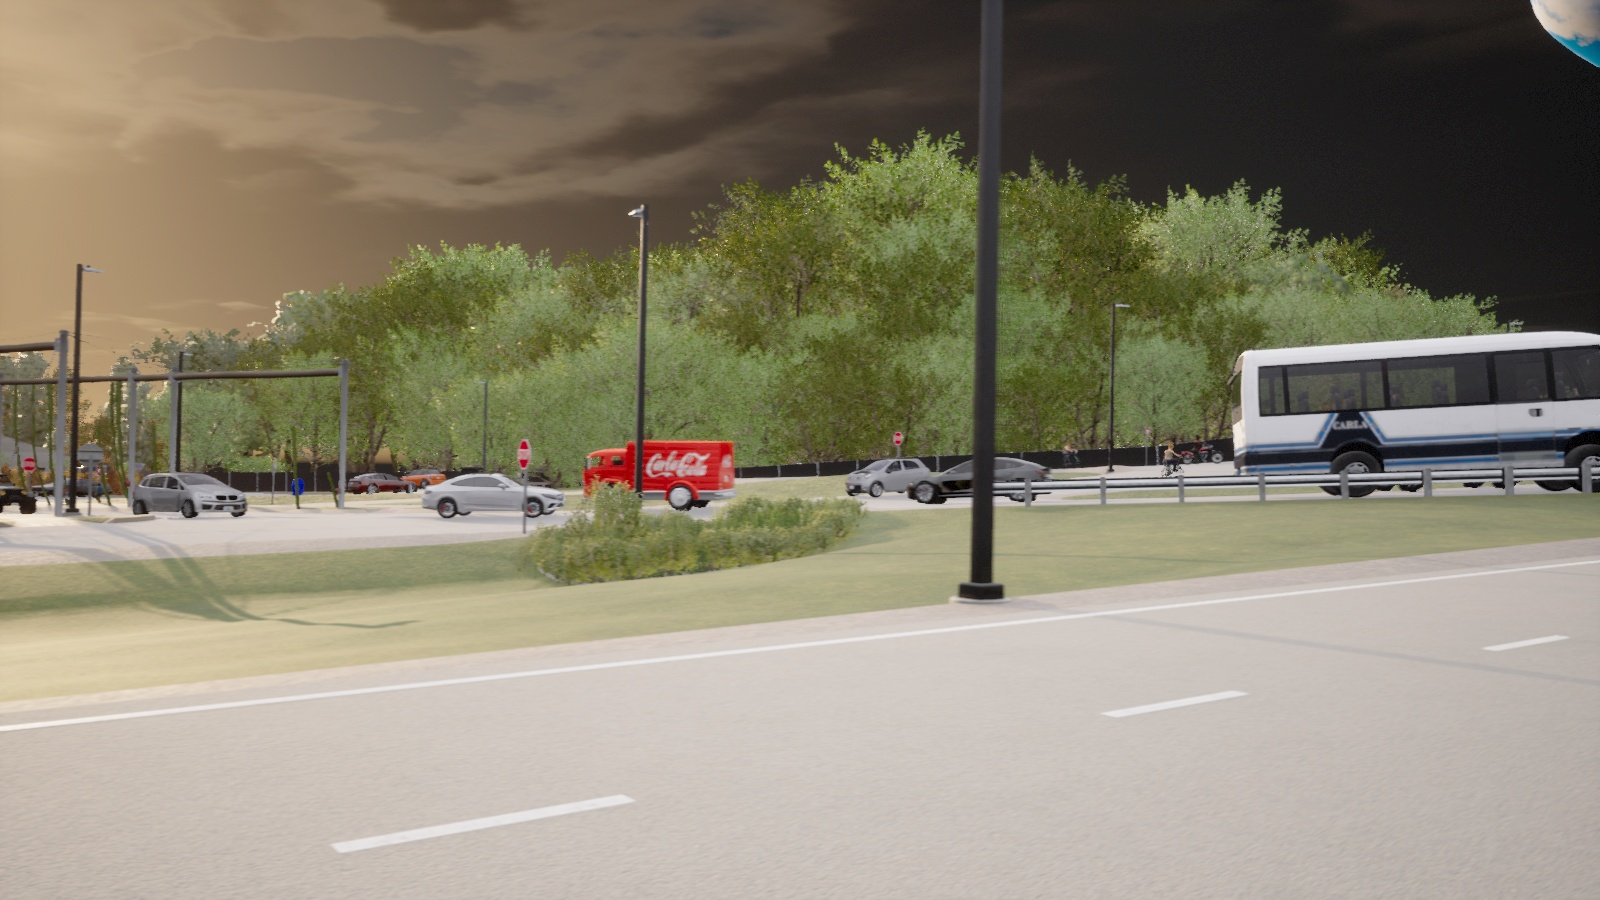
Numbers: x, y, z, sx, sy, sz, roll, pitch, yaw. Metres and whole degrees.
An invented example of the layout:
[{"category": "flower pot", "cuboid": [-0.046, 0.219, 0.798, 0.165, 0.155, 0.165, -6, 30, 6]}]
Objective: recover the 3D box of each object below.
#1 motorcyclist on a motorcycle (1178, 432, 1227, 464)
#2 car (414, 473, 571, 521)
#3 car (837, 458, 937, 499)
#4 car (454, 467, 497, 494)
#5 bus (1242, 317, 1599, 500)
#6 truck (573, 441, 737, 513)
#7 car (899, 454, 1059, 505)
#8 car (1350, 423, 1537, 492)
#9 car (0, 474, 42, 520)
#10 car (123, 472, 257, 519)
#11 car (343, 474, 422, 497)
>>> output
[{"category": "motorcyclist on a motorcycle", "cuboid": [22.110, -0.098, 68.990, 2.350, 1.649, 0.766, -3, -1, 35]}, {"category": "car", "cuboid": [-10.102, 1.535, 41.423, 4.674, 1.442, 1.812, -1, 0, 4]}, {"category": "car", "cuboid": [3.546, 1.125, 51.001, 3.633, 1.501, 1.845, -2, 1, -35]}, {"category": "car", "cuboid": [-23.796, 2.245, 92.246, 1.905, 1.878, 3.866, 0, 0, 5]}, {"category": "bus", "cuboid": [17.833, -1.002, 34.383, 10.273, 4.253, 3.944, -3, -3, 14]}, {"category": "truck", "cuboid": [-5.099, 0.931, 44.531, 5.204, 2.467, 2.627, -1, 0, 11]}, {"category": "car", "cuboid": [5.892, 0.984, 41.235, 4.792, 1.488, 2.163, -3, -2, 20]}, {"category": "car", "cuboid": [19.440, 0.230, 38.052, 4.605, 1.855, 1.932, -2, 0, -2]}, {"category": "car", "cuboid": [-34.038, 1.978, 52.862, 3.866, 1.878, 1.905, -1, -2, 28]}, {"category": "car", "cuboid": [-22.508, 1.695, 46.326, 4.611, 1.667, 2.242, -2, -2, 30]}, {"category": "car", "cuboid": [-28.910, 2.475, 87.078, 2.163, 1.488, 4.792, -2, -1, 40]}]
